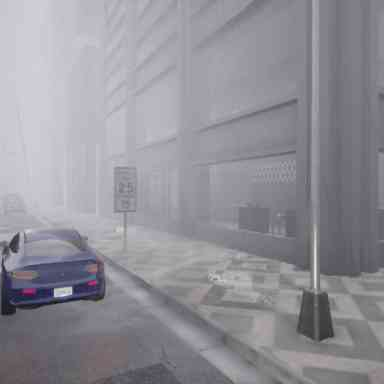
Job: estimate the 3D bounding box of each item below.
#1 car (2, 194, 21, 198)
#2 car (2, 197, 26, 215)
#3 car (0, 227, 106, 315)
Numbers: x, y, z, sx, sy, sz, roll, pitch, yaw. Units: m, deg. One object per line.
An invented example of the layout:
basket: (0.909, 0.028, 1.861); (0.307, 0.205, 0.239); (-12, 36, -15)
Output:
car: (-23.089, 1.236, 42.900); (2.150, 2.045, 5.566); (0, 0, -29)
car: (-17.925, 1.558, 33.791); (2.033, 1.411, 5.357); (0, 0, -29)
car: (-3.307, 1.527, 7.641); (1.812, 1.442, 4.674); (0, 0, -29)
